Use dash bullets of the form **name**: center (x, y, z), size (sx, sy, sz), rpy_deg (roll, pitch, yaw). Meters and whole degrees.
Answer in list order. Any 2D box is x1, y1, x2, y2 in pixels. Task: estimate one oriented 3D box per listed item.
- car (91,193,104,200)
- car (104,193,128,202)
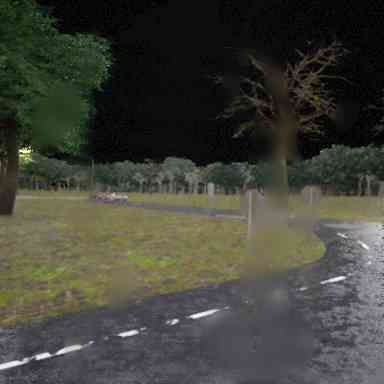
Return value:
- **car**: center (-16.987, 0.841, 60.981), size (1.895, 1.301, 4.718), rpy_deg (2, -1, -36)
- **car**: center (-12.242, 0.875, 54.433), size (1.895, 1.301, 4.718), rpy_deg (2, -1, -34)
